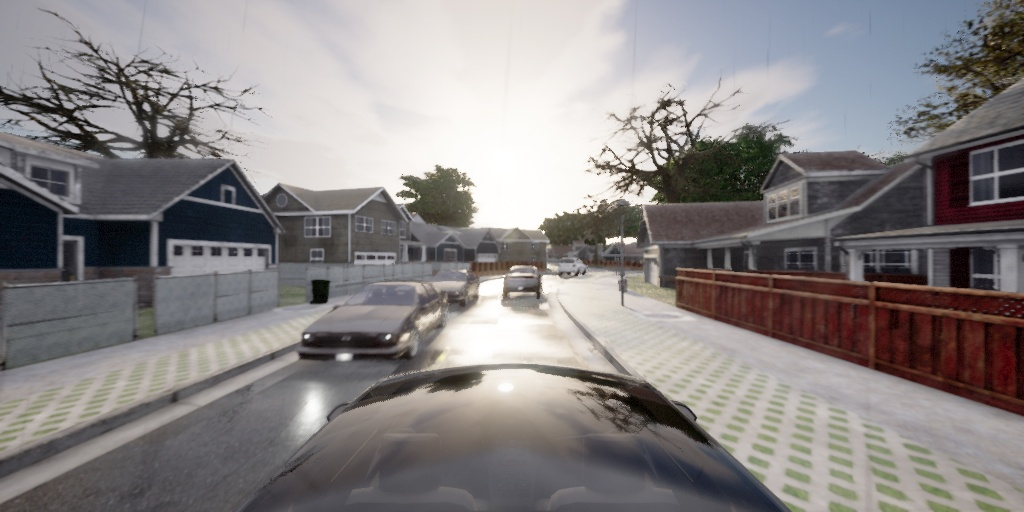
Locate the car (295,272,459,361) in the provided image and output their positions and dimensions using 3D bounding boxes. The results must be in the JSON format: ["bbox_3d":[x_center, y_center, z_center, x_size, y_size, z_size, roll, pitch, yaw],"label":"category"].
[{"bbox_3d":[-2.773,1.301,8.632,2.033,1.411,5.357,0,0,0],"label":"car"}]

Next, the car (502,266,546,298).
[{"bbox_3d":[0.678,1.261,18.581,2.128,1.511,4.902,0,0,7],"label":"car"}]

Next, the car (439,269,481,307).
[{"bbox_3d":[-2.566,1.308,15.872,2.033,1.411,5.357,0,0,4],"label":"car"}]

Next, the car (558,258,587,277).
[{"bbox_3d":[6.940,1.253,40.879,2.150,2.045,5.566,0,-1,24],"label":"car"}]
